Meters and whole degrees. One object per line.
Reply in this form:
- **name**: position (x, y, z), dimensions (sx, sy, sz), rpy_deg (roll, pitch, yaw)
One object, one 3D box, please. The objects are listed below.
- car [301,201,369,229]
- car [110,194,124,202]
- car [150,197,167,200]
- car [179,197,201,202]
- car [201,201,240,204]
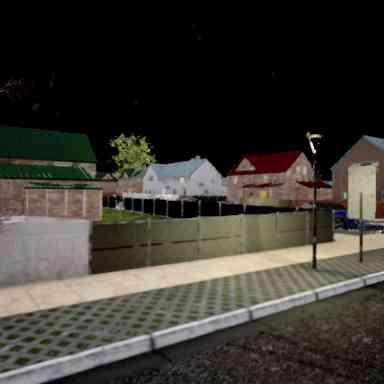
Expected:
- **car**: position (9.162, 1.445, 21.986), dimensions (2.097, 1.767, 4.553), rpy_deg (1, 0, -32)
- **car**: position (-14.024, 1.179, 61.426), dimensions (1.812, 1.442, 4.674), rpy_deg (1, 0, -33)
- **car**: position (-3.953, 1.348, 41.409), dimensions (2.128, 1.511, 4.902), rpy_deg (1, 0, -34)
- **car**: position (-0.466, 1.381, 41.532), dimensions (1.882, 1.535, 5.008), rpy_deg (1, 0, -34)
- **car**: position (3.420, 1.539, 30.557), dimensions (2.033, 1.411, 5.357), rpy_deg (1, 0, -34)
